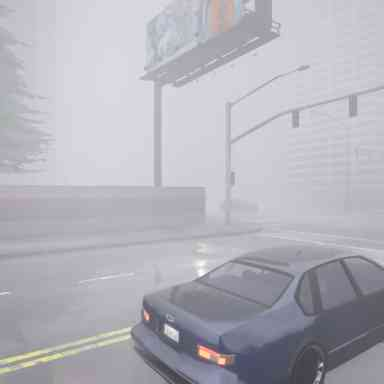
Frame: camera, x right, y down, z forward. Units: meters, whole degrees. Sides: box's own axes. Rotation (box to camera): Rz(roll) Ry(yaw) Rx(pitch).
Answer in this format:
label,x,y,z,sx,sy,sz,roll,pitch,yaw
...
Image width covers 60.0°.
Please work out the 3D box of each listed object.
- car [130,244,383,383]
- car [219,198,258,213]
label,x,y,z,sx,sy,sz,roll,pitch,yaw
car,1.796,1.547,5.044,5.357,1.411,2.033,0,0,-37
car,5.119,1.478,36.749,1.882,1.535,5.008,0,0,-35
